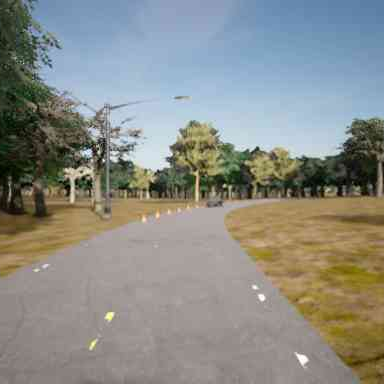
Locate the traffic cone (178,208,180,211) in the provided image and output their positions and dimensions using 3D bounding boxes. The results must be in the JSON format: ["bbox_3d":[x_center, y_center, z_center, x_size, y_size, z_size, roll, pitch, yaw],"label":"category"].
[{"bbox_3d":[-1.604,2.069,41.058,0.340,0.580,0.340,0,0,11],"label":"traffic cone"}]

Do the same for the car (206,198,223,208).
[{"bbox_3d":[3.616,1.620,52.465,1.882,1.535,5.008,0,0,17],"label":"car"}]

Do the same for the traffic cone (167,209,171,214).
[{"bbox_3d":[-2.505,2.049,36.036,0.340,0.580,0.340,0,0,9],"label":"traffic cone"}]
